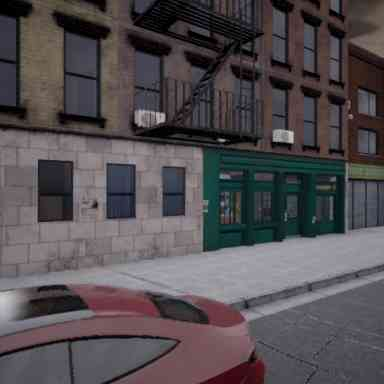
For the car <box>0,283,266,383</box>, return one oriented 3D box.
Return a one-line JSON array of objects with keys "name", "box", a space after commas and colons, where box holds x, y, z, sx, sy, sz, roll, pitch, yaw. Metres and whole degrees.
[{"name": "car", "box": [-1.476, 1.526, 2.326, 4.674, 1.442, 1.812, 0, 0, -35]}]
